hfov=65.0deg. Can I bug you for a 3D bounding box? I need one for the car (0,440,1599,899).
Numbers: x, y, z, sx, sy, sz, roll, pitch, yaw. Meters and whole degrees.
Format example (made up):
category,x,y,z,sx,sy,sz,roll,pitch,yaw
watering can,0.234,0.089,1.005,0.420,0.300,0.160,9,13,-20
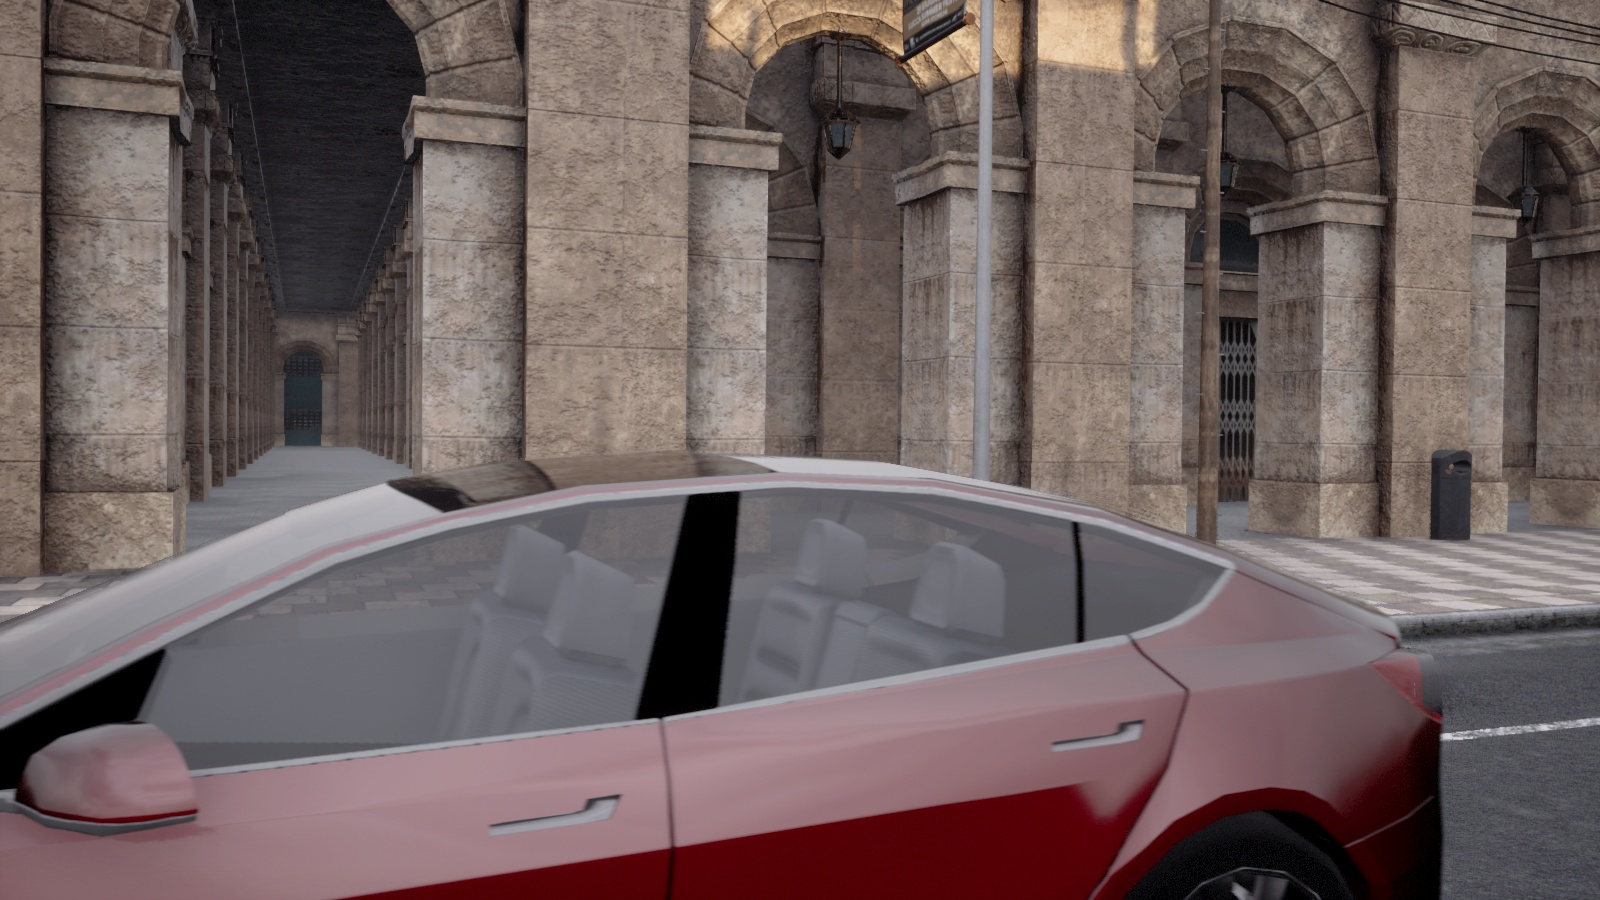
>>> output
category,x,y,z,sx,sy,sz,roll,pitch,yaw
car,-0.759,0.757,2.974,4.792,1.488,2.163,-1,1,-21
